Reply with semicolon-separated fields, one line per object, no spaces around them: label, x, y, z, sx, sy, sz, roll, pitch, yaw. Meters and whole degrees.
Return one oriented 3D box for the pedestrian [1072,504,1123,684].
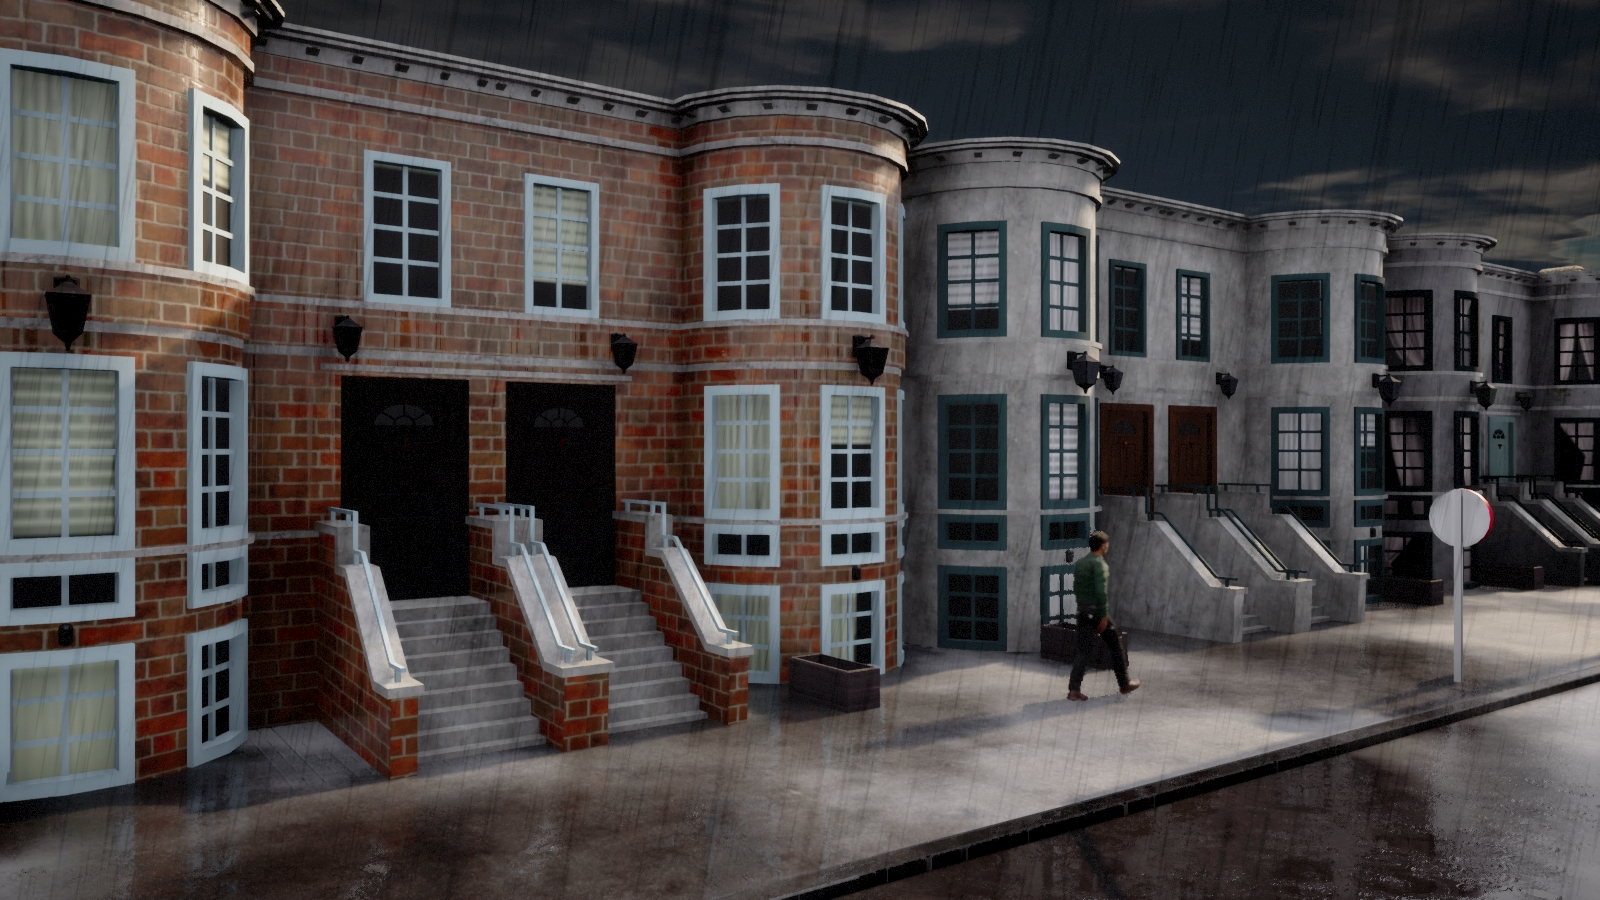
pedestrian;3.181;1.524;12.214;0.375;1.860;0.375;0;0;-27
